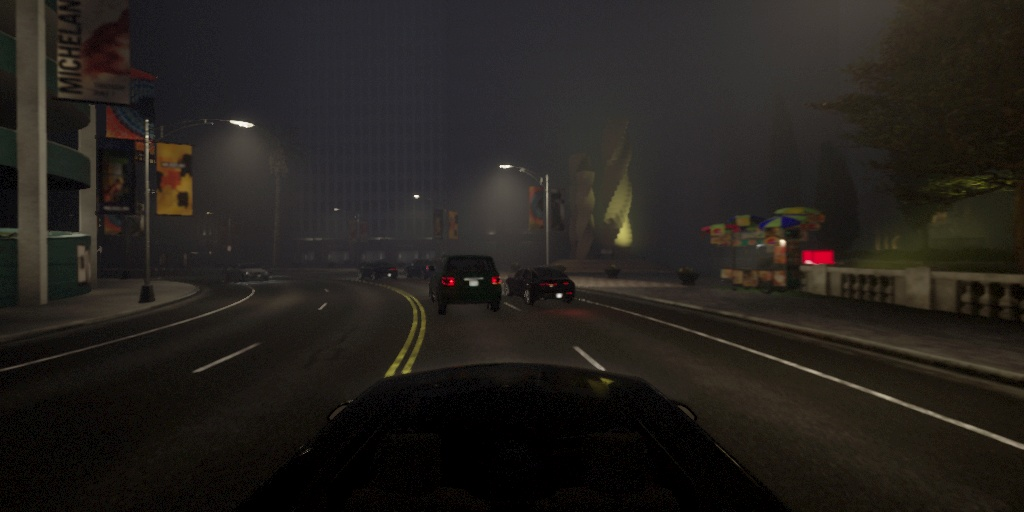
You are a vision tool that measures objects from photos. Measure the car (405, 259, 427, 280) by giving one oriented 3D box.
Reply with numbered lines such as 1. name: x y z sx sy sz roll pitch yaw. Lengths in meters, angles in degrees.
1. car: -7.414 1.043 30.598 2.097 1.767 4.553 -1 0 -39

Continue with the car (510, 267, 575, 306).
1. car: 1.056 1.205 15.667 1.837 1.490 4.892 0 0 -17

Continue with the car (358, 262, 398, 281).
1. car: -11.086 1.217 29.557 1.837 1.490 4.892 0 0 -42

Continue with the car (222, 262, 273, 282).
1. car: -21.806 1.290 29.493 4.674 1.442 1.812 0 0 34

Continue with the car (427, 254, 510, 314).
1. car: -1.965 0.943 13.982 2.150 2.045 5.566 0 0 -16
